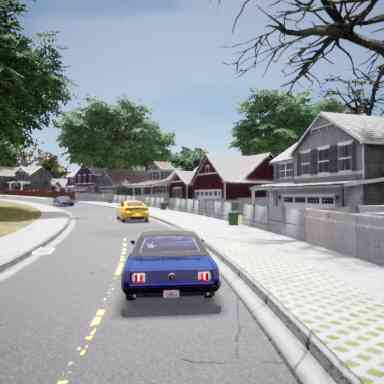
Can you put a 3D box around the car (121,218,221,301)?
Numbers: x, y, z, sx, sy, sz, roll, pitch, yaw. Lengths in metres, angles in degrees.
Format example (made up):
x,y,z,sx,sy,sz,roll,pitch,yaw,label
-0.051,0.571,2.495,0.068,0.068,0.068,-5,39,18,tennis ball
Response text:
x,y,z,sx,sy,sz,roll,pitch,yaw,label
-0.607,1.596,8.368,1.895,1.301,4.718,0,0,-6,car

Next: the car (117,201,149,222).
x,y,z,sx,sy,sz,roll,pitch,yaw,label
-4.615,1.394,25.552,1.882,1.535,5.008,0,0,-19,car

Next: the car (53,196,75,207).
x,y,z,sx,sy,sz,roll,pitch,yaw,label
-17.089,1.223,44.140,2.033,1.411,5.357,0,1,-34,car
